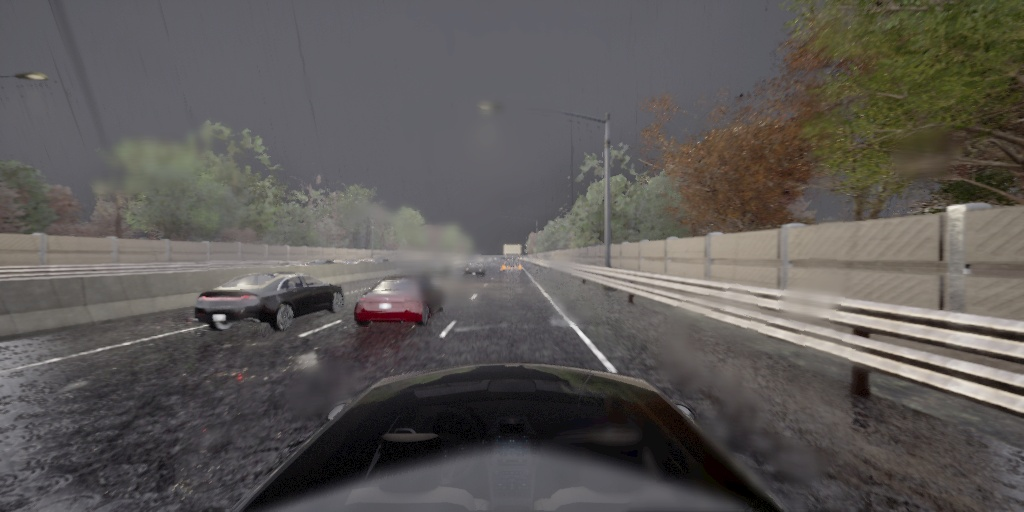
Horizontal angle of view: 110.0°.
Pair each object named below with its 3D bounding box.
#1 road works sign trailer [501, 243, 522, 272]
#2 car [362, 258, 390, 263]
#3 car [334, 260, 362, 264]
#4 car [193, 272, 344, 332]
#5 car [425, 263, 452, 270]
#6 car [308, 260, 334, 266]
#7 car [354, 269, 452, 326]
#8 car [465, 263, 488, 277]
[{"bbox_3d":[0.028,0.193,45.439,2.380,3.560,2.880,0,0,0],"label":"road works sign trailer"},{"bbox_3d":[-17.517,1.084,47.322,2.097,1.767,4.553,0,0,1],"label":"car"},{"bbox_3d":[-21.009,1.280,47.685,2.033,1.411,5.357,0,0,1],"label":"car"},{"bbox_3d":[-6.893,1.234,10.873,2.128,1.511,4.902,0,0,0],"label":"car"},{"bbox_3d":[-6.878,1.330,33.771,1.895,1.301,4.718,0,0,0],"label":"car"},{"bbox_3d":[-24.526,1.239,46.487,1.837,1.490,4.892,0,0,1],"label":"car"},{"bbox_3d":[-3.392,1.305,11.605,1.994,1.385,4.181,0,0,0],"label":"car"},{"bbox_3d":[-3.378,1.330,34.877,1.895,1.301,4.718,0,0,0],"label":"car"}]
